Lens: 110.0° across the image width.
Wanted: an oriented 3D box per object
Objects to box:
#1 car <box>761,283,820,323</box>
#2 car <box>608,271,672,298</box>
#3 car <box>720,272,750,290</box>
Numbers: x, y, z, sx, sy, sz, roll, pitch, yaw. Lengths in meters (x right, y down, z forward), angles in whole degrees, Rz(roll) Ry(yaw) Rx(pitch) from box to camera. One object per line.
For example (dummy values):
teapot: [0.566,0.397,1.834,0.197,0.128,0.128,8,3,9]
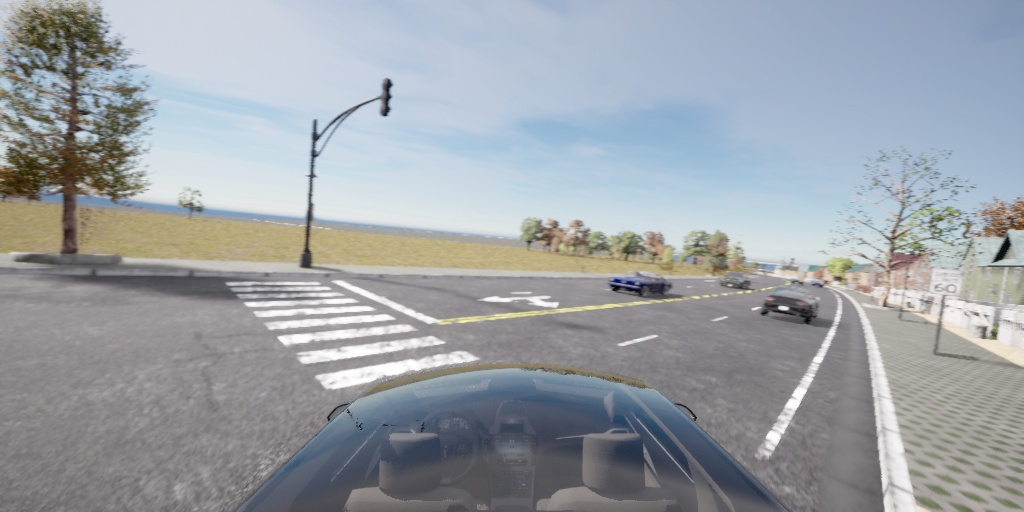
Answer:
car: [13.453,2.239,17.289,1.812,1.442,4.674,8,3,44]
car: [7.378,1.532,20.436,1.895,1.301,4.718,8,3,44]
car: [23.497,2.476,37.633,2.097,1.767,4.553,8,3,43]
